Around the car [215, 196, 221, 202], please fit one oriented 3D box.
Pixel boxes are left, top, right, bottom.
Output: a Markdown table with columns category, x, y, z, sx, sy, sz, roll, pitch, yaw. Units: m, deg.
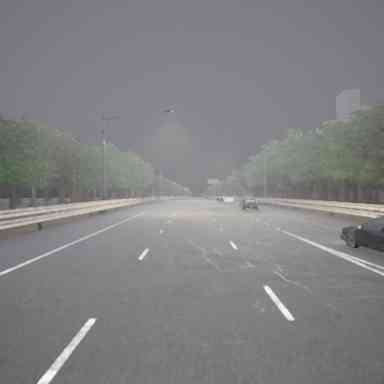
| category | x | y | z | sx | sy | sz | roll | pitch | yaw |
| --- | --- | --- | --- | --- | --- | --- | --- | --- | --- |
| car | 7.257 | 1.889 | 88.226 | 1.882 | 1.535 | 5.008 | 0 | -1 | 0 |

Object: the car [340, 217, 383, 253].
| category | x | y | z | sx | sy | sz | roll | pitch | yaw |
| --- | --- | --- | --- | --- | --- | --- | --- | --- | --- |
| car | 7.326 | 1.557 | 11.646 | 2.033 | 1.411 | 5.357 | 0 | 0 | -4 |

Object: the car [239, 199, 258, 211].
| category | x | y | z | sx | sy | sz | roll | pitch | yaw |
| --- | --- | --- | --- | --- | --- | --- | --- | --- | --- |
| car | 7.028 | 1.549 | 41.336 | 1.812 | 1.442 | 4.674 | 0 | 0 | 0 |

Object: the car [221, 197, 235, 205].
| category | x | y | z | sx | sy | sz | roll | pitch | yaw |
| --- | --- | --- | --- | --- | --- | --- | --- | --- | --- |
| car | 7.108 | 1.667 | 64.084 | 1.812 | 1.442 | 4.674 | 0 | 0 | 0 |
